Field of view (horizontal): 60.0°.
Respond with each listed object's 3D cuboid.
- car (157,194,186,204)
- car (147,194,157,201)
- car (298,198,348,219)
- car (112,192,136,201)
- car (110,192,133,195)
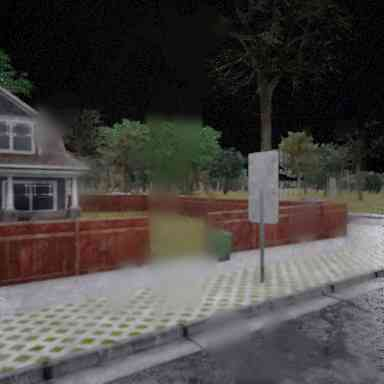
[{"bbox_3d":[-1.536,1.030,38.348,2.033,1.411,5.357,0,1,-36],"label":"car"},{"bbox_3d":[-5.930,0.886,49.334,1.895,1.301,4.718,0,1,-36],"label":"car"},{"bbox_3d":[8.746,1.234,24.156,1.882,1.535,5.008,0,1,-36],"label":"car"},{"bbox_3d":[-11.845,0.673,57.413,2.033,1.411,5.357,0,1,-36],"label":"car"},{"bbox_3d":[-11.379,0.660,52.086,1.812,1.442,4.674,0,1,-36],"label":"car"}]
